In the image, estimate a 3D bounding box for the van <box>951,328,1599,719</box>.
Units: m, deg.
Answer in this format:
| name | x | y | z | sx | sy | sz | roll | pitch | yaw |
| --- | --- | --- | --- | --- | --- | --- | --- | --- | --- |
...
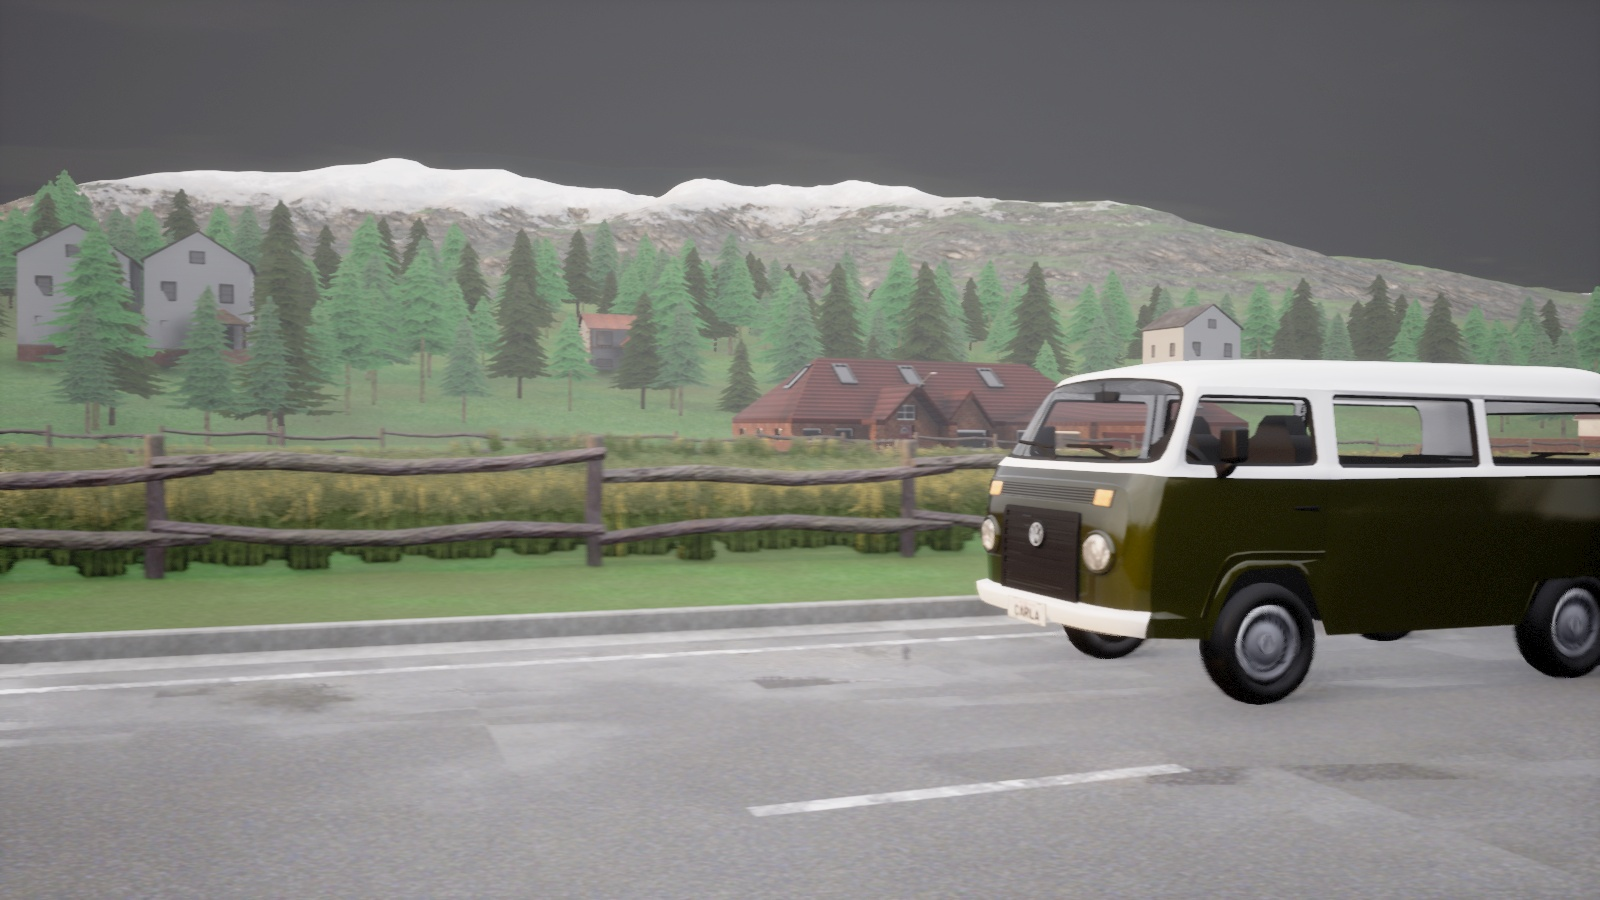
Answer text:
| name | x | y | z | sx | sy | sz | roll | pitch | yaw |
| --- | --- | --- | --- | --- | --- | --- | --- | --- | --- |
| van | 3.486 | 0.347 | 8.303 | 4.480 | 2.038 | 2.069 | -1 | 1 | -21 |
